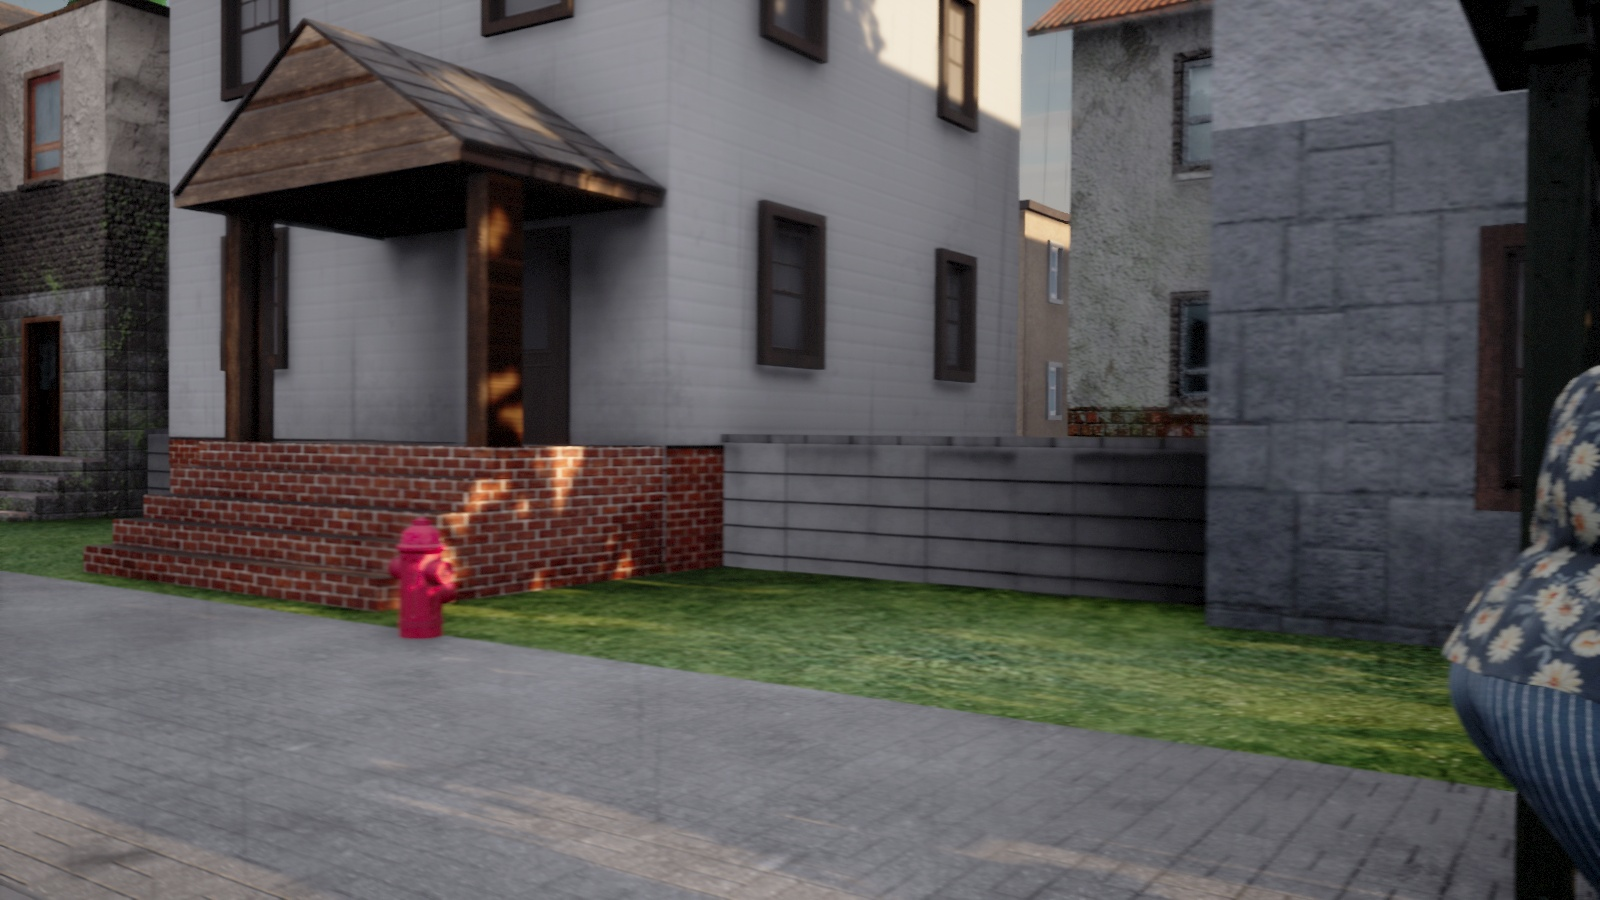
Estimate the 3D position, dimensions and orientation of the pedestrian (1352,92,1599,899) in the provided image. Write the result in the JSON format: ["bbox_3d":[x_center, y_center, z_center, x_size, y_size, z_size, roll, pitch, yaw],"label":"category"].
[{"bbox_3d":[1.537,0.397,2.206,0.900,1.855,0.874,0,1,14],"label":"pedestrian"}]
